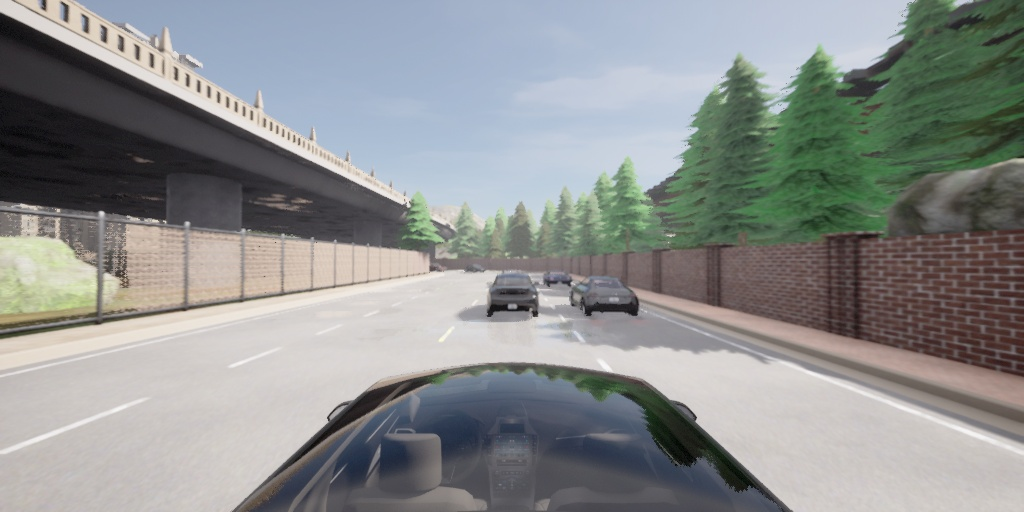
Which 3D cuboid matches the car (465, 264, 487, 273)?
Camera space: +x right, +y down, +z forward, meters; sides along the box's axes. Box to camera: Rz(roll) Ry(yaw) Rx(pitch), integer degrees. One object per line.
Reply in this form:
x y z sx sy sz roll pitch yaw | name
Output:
-5.900 2.038 57.940 1.837 1.490 4.892 1 -2 -33 | car

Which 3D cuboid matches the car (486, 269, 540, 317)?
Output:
0.040 1.429 14.150 1.837 1.490 4.892 0 0 0 | car

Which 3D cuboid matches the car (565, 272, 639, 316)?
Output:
3.542 1.490 14.373 1.994 1.385 4.181 0 -1 1 | car

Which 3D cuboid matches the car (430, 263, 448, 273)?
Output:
-12.868 1.913 60.038 4.553 1.767 2.097 0 -1 31 | car

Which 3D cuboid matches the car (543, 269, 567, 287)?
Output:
3.525 1.722 28.507 1.895 1.301 4.718 0 -1 0 | car
